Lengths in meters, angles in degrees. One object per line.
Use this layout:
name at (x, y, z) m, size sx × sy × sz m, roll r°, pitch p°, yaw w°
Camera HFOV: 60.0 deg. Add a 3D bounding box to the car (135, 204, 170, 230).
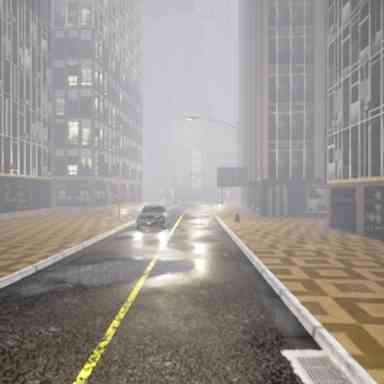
car at (-2.509, 1.602, 22.091) m, size 1.837 × 1.490 × 4.892 m, roll 0°, pitch 0°, yaw 1°
